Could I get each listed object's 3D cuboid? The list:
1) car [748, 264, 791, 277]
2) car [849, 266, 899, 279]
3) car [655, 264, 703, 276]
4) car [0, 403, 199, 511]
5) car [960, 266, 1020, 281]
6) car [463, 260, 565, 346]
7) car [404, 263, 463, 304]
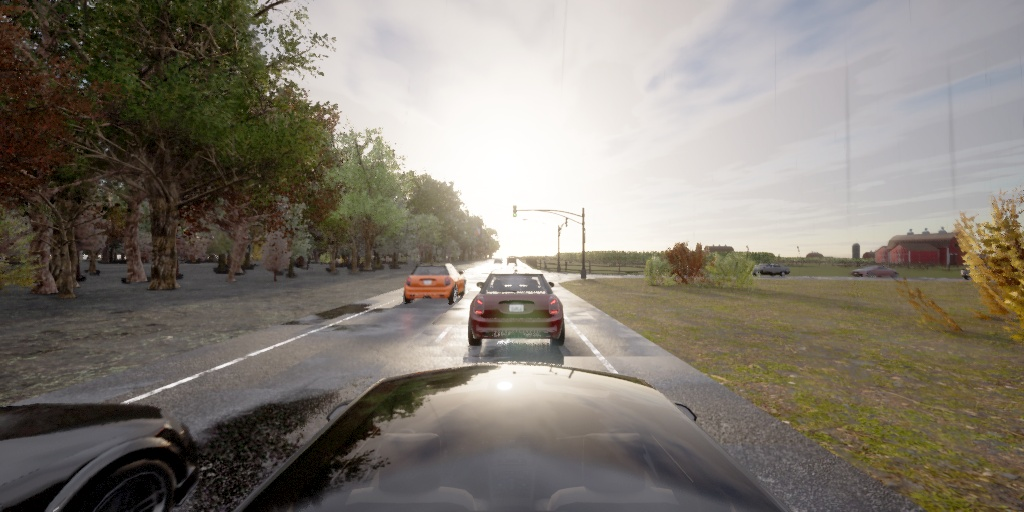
[{"bbox_3d":[28.855,1.614,40.796,4.902,1.511,2.128,1,-1,0],"label":"car"},{"bbox_3d":[41.076,1.819,40.725,4.181,1.385,1.994,1,-1,1],"label":"car"},{"bbox_3d":[18.701,1.559,40.835,5.357,1.411,2.033,1,-1,0],"label":"car"},{"bbox_3d":[-3.398,1.313,0.998,1.994,1.385,4.181,0,0,0],"label":"car"},{"bbox_3d":[49.622,1.780,37.111,4.902,1.511,2.128,1,-1,0],"label":"car"},{"bbox_3d":[0.095,1.104,9.570,2.097,1.767,4.553,0,0,0],"label":"car"},{"bbox_3d":[-3.406,1.105,16.620,2.097,1.767,4.553,0,0,0],"label":"car"}]
